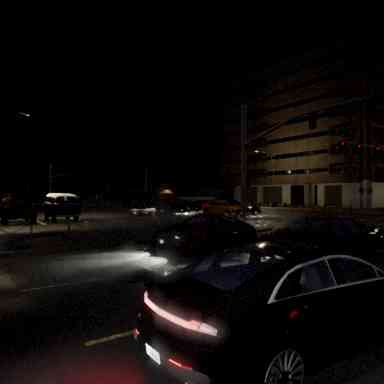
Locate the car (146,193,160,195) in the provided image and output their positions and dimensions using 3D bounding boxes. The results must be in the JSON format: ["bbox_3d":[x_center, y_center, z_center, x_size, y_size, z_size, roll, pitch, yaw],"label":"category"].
[{"bbox_3d":[-8.044,1.275,66.026,2.150,2.045,5.566,0,0,-34],"label":"car"}]

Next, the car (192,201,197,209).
[{"bbox_3d":[-0.675,1.655,42.454,1.895,1.301,4.718,0,0,-34],"label":"car"}]

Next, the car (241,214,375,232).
[{"bbox_3d":[4.411,1.546,11.261,5.357,1.411,2.033,0,0,-35],"label":"car"}]

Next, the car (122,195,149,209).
[{"bbox_3d":[-8.454,1.532,47.659,1.882,1.535,5.008,0,0,-34],"label":"car"}]

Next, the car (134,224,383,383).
[{"bbox_3d":[1.594,1.491,4.879,4.902,1.511,2.128,0,0,-34],"label":"car"}]

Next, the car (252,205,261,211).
[{"bbox_3d":[4.727,1.602,34.535,2.033,1.411,5.357,0,0,-34],"label":"car"}]

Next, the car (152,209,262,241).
[{"bbox_3d":[0.575,1.563,12.874,4.181,1.385,1.994,0,0,-35],"label":"car"}]

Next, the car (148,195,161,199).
[{"bbox_3d":[-6.240,1.559,50.632,1.837,1.490,4.892,0,0,-34],"label":"car"}]

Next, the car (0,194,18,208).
[{"bbox_3d":[-31.421,1.208,56.553,1.932,1.855,4.605,0,0,-34],"label":"car"}]

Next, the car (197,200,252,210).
[{"bbox_3d":[2.932,1.532,30.957,1.882,1.535,5.008,0,0,-34],"label":"car"}]

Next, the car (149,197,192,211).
[{"bbox_3d":[-2.603,1.602,39.067,2.033,1.411,5.357,0,0,-34],"label":"car"}]
